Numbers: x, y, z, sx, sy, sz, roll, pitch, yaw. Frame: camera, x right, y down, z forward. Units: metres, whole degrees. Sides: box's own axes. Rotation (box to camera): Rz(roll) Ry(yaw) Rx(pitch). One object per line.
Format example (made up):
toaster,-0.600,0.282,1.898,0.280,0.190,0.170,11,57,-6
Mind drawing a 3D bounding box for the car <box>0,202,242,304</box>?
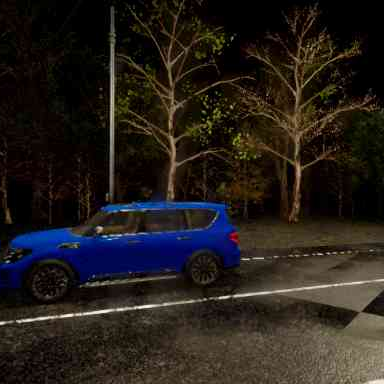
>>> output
car,-1.510,1.280,8.179,5.566,2.045,2.150,0,0,-19
